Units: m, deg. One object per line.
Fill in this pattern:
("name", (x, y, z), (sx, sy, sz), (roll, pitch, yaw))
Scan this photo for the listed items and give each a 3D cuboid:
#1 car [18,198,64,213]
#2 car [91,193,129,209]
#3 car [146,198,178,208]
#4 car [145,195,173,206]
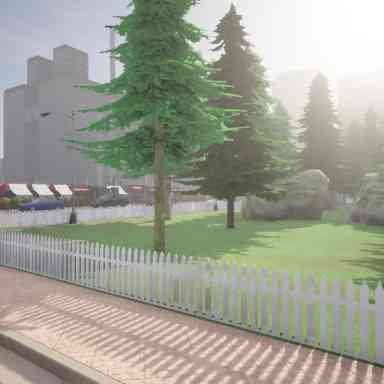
("car", (-16.769, 1.478, 37.201), (1.882, 1.535, 5.008), (0, 0, 34))
("car", (-11.122, 1.221, 45.561), (2.150, 2.045, 5.566), (0, 0, 34))
("car", (-3.805, 1.601, 43.540), (1.895, 1.301, 4.718), (0, 0, 34))
("car", (-5.334, 1.352, 54.065), (2.097, 1.767, 4.553), (0, 0, 34))
